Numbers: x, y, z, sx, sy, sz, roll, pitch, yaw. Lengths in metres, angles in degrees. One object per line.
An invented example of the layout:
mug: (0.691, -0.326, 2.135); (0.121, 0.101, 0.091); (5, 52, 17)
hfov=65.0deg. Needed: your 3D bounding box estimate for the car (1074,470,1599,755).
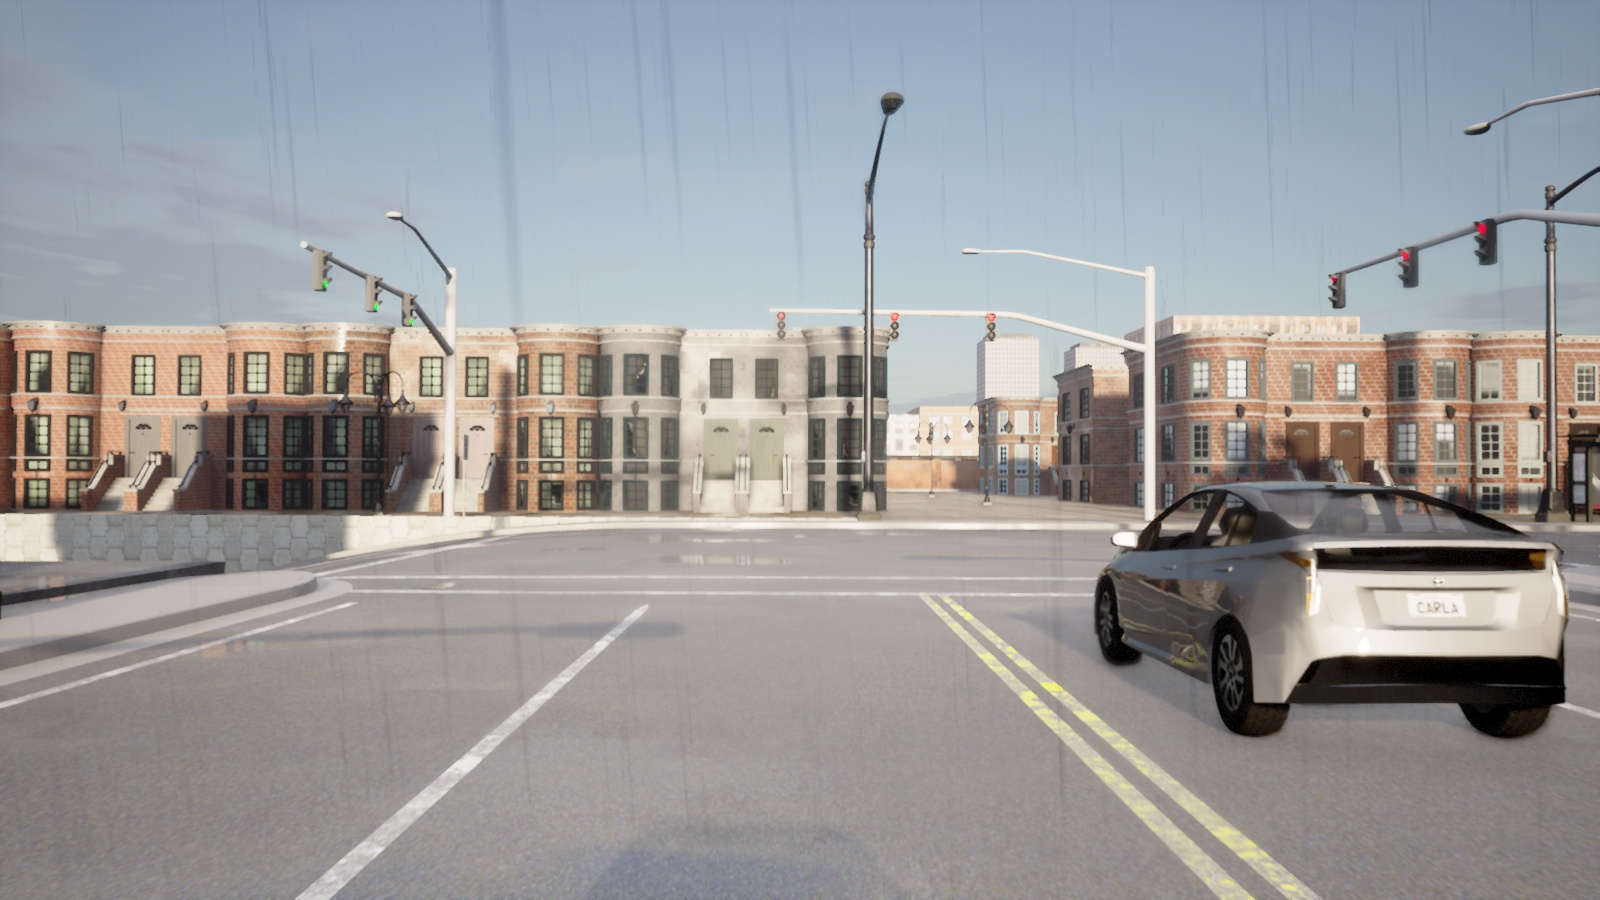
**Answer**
car: (3.479, 0.915, 9.022); (2.007, 1.525, 4.514); (0, -1, 0)
